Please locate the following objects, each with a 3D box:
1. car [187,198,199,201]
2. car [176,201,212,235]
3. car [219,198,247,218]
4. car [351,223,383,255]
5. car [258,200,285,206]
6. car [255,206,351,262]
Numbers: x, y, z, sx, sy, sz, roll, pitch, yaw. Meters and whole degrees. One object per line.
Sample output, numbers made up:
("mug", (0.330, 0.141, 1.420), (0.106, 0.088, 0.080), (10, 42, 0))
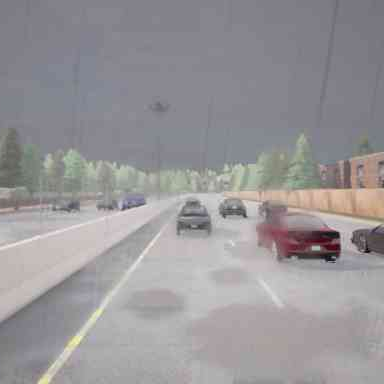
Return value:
("car", (0.108, 1.505, 39.893), (1.837, 1.490, 4.892), (0, 0, 0))
("car", (0.104, 1.492, 18.965), (2.128, 1.511, 4.902), (0, 0, 0))
("car", (3.606, 1.352, 30.242), (2.097, 1.767, 4.553), (0, 0, 0))
("car", (7.096, 1.547, 10.510), (2.033, 1.411, 5.357), (0, 0, 0))
("car", (7.106, 1.505, 29.539), (1.837, 1.490, 4.892), (0, 0, 0))
("car", (3.602, 1.478, 12.146), (1.882, 1.535, 5.008), (0, 0, 0))
